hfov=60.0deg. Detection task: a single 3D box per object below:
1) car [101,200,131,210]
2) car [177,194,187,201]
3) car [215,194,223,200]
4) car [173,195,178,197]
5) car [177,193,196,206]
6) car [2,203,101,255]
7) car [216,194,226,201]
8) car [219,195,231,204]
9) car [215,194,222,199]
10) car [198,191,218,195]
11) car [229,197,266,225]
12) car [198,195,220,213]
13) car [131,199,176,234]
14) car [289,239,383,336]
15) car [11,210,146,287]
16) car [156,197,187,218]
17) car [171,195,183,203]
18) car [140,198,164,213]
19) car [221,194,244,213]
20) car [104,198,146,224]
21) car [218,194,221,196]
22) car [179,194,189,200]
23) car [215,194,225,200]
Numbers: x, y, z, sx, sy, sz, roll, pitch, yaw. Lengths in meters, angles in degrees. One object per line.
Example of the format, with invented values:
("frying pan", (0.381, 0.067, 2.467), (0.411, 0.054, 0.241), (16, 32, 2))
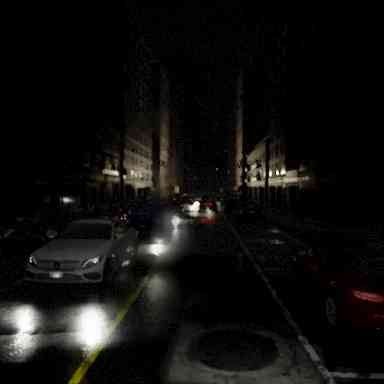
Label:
("car", (-4.875, 1.307, 17.920), (1.967, 1.590, 4.097), (0, 0, 3))
("car", (-2.223, 1.162, 73.163), (1.887, 1.381, 4.507), (0, 0, 3))
("car", (6.823, 1.204, 83.808), (1.947, 1.339, 4.313), (0, 0, 3))
("car", (-3.283, 1.269, 51.065), (2.008, 1.369, 4.403), (0, 0, 3))
("car", (-0.698, 1.313, 49.120), (1.837, 1.490, 4.892), (0, 0, 3))
("car", (-5.140, 1.333, 12.395), (1.967, 1.590, 4.097), (0, 0, 3))
("car", (6.293, 1.234, 72.762), (1.887, 1.381, 4.507), (0, 0, 3))
("car", (5.505, 1.290, 56.363), (1.752, 1.417, 4.829), (0, 0, 3))
("car", (7.089, 1.194, 89.331), (1.802, 1.307, 4.206), (0, 0, 3))
("car", (2.290, 1.134, 47.561), (2.097, 1.767, 4.553), (0, 0, 3))
("car", (3.906, 1.354, 23.056), (1.967, 1.590, 4.097), (0, 0, 3))
("car", (1.677, 1.344, 34.568), (1.837, 1.490, 4.892), (0, 0, 3))
("car", (-2.258, 1.363, 18.559), (1.882, 1.535, 5.008), (0, 0, 3))
("car", (3.111, 1.573, 6.488), (1.802, 1.307, 4.206), (0, 0, 3))
("car", (-2.714, 1.455, 9.279), (1.812, 1.442, 4.674), (0, 0, 3))
("car", (-1.756, 1.404, 28.531), (1.994, 1.385, 4.181), (0, 0, 3))
("car", (-2.753, 1.234, 62.114), (1.947, 1.339, 4.313), (0, 0, 3))
("car", (-4.079, 1.374, 34.492), (1.802, 1.307, 4.206), (0, 0, 3))
("car", (4.436, 1.179, 34.101), (2.192, 1.841, 5.009), (0, 0, 3))
("car", (-4.610, 1.282, 23.443), (1.967, 1.590, 4.097), (0, 0, 3))
("car", (5.232, 1.356, 50.671), (1.947, 1.339, 4.313), (0, 0, 3))
("car", (-1.957, 1.143, 78.687), (2.008, 1.369, 4.403), (0, 0, 3))
("car", (6.558, 1.215, 78.285), (2.008, 1.369, 4.403), (0, 0, 3))
